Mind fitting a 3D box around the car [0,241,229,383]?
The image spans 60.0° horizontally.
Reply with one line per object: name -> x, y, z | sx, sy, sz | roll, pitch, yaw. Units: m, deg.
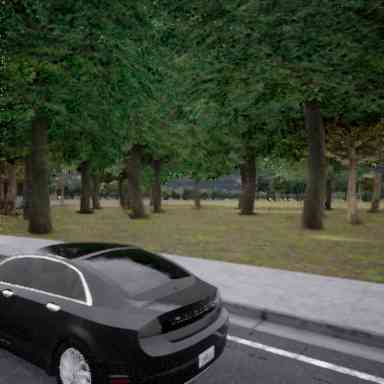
car -> -1.823, 1.514, 4.972 | 4.892, 1.490, 1.837 | 0, 0, 35
